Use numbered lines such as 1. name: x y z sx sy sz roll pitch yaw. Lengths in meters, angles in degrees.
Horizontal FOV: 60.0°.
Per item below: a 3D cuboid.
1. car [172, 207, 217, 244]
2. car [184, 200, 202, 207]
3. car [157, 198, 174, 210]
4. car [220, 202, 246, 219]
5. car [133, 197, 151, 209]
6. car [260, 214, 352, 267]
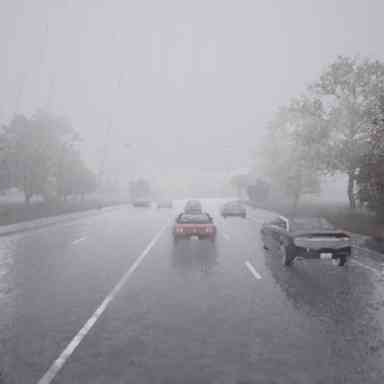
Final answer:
1. car: 0.106 1.611 15.967 1.895 1.301 4.718 0 0 0
2. car: 0.123 1.569 35.809 2.033 1.411 5.357 0 0 0
3. car: -3.486 1.552 43.516 1.812 1.442 4.674 0 0 1
4. car: 3.611 1.582 29.810 1.994 1.385 4.181 0 0 0
5. car: -6.920 1.506 46.708 1.882 1.535 5.008 0 0 1
6. car: 3.606 1.499 11.367 2.128 1.511 4.902 0 0 0
